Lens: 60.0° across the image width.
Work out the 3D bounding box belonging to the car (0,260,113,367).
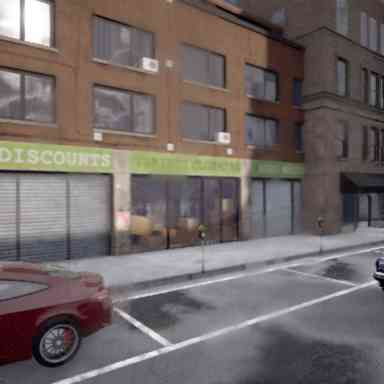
[{"bbox_3d":[-3.121,1.617,4.263,4.206,1.307,1.802,0,-1,-36],"label":"car"}]

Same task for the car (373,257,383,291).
[{"bbox_3d":[6.248,1.674,7.859,4.718,1.301,1.895,0,-1,-36],"label":"car"}]
